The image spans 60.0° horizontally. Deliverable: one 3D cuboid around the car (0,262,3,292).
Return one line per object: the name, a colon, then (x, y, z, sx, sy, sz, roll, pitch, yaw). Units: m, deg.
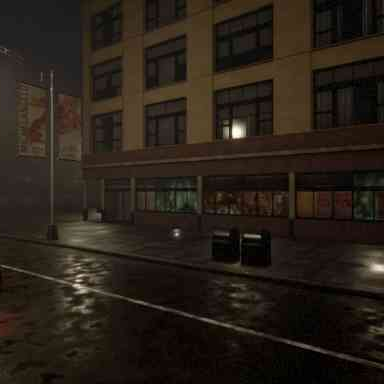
car: (-5.832, 1.564, 7.719, 1.994, 1.385, 4.181, 0, 0, -40)
